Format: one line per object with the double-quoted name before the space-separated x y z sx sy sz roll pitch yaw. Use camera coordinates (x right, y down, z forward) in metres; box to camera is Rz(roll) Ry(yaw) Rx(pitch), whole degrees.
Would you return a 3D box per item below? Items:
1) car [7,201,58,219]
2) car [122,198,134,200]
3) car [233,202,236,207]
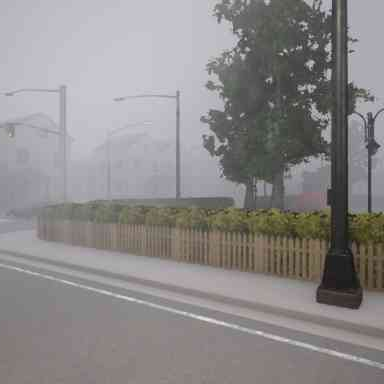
"car" -13.288 1.547 29.468 2.033 1.411 5.357 0 0 35
"car" -7.348 1.491 38.016 2.128 1.511 4.902 0 0 35
"car" 4.875 1.564 49.126 1.994 1.385 4.181 0 0 35
